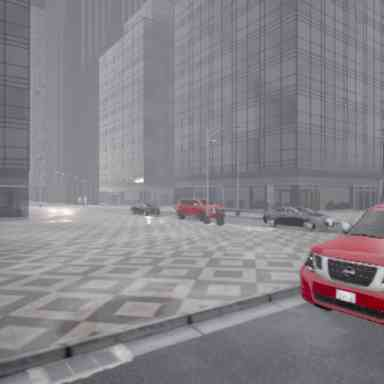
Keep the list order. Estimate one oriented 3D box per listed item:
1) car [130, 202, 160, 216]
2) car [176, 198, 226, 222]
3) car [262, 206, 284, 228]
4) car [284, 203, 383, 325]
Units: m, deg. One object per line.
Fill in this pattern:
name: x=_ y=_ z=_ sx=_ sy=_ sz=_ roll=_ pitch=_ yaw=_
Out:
car: x=-5.534 y=2.004 z=39.130 sx=1.882 sy=1.535 sz=5.008 roll=0 pitch=-1 yaw=-36
car: x=0.699 y=1.586 z=30.515 sx=2.150 sy=2.045 sz=5.566 roll=0 pitch=-1 yaw=-37
car: x=6.888 y=1.693 z=21.990 sx=2.128 sy=1.511 sz=4.902 roll=0 pitch=-1 yaw=-36
car: x=4.574 y=1.225 z=6.641 sx=5.566 sy=2.045 sz=2.150 roll=0 pitch=0 yaw=-35
